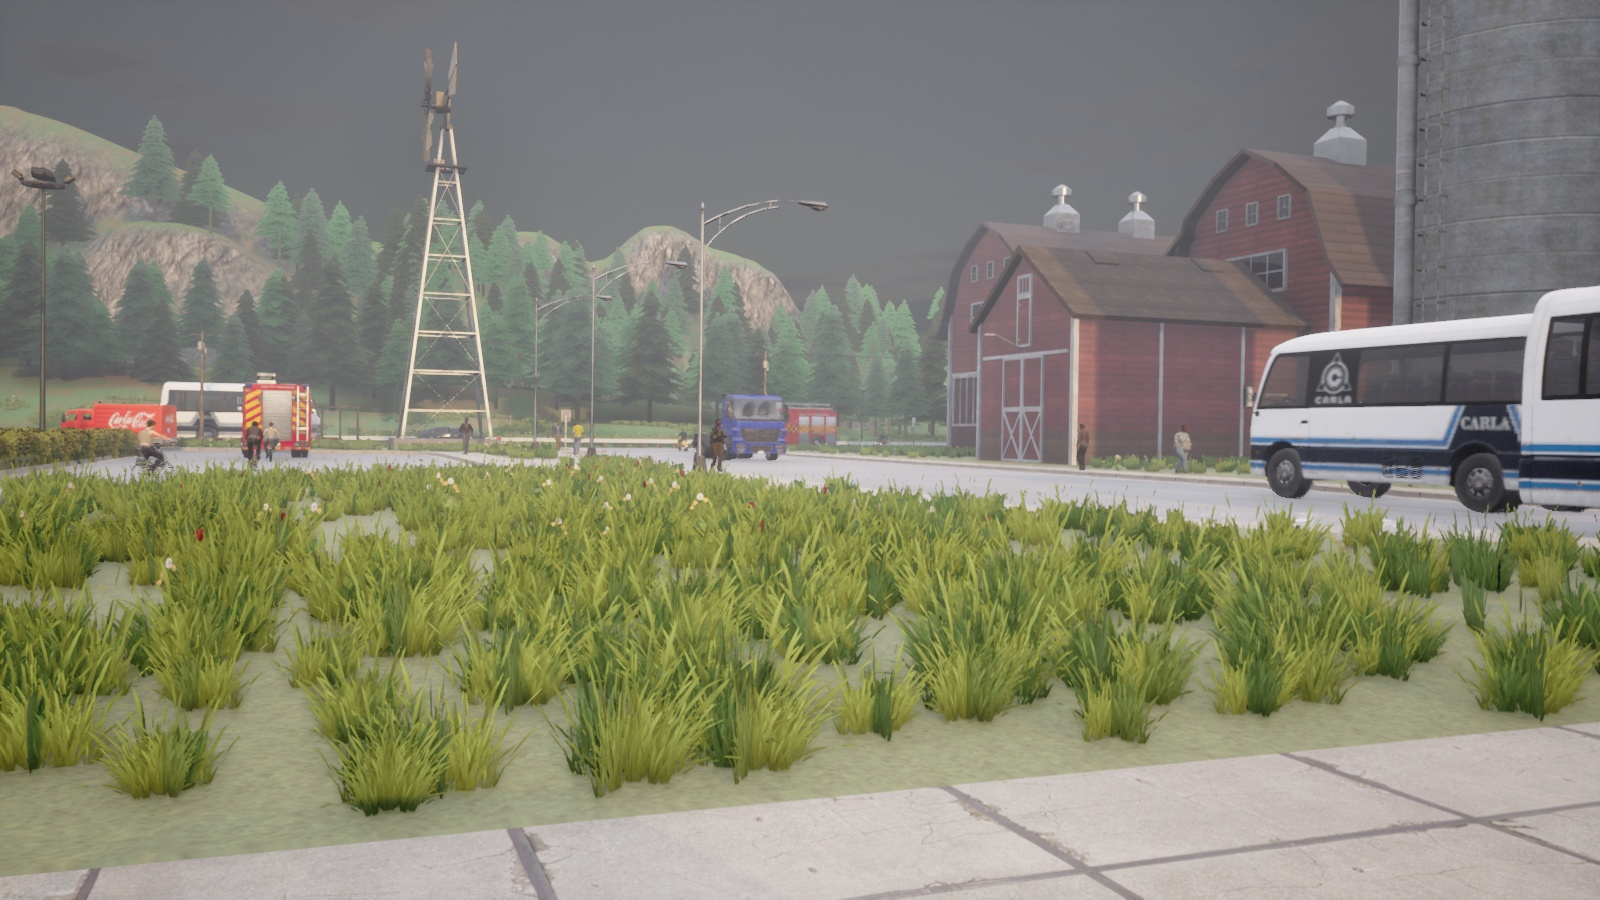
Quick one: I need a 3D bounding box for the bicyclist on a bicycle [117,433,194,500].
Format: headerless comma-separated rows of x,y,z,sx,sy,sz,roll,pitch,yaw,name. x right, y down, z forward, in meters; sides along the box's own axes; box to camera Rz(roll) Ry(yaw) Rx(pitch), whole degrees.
-16.087,0.391,31.376,0.866,1.612,1.509,-2,0,14,bicyclist on a bicycle

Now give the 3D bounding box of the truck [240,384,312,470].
-25.140,-1.073,60.024,2.891,3.827,8.468,-1,1,-24,truck

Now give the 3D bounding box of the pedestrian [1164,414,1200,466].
13.835,-0.356,45.501,0.874,1.855,0.900,-1,1,-26,pedestrian

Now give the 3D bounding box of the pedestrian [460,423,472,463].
-16.376,-0.352,61.559,0.402,1.930,0.666,-1,1,-25,pedestrian

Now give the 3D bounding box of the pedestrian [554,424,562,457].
-14.193,-0.553,73.658,0.423,1.949,0.788,-1,1,-7,pedestrian

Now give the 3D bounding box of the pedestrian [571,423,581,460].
-11.254,-0.416,63.103,0.354,1.836,0.706,-1,1,-19,pedestrian

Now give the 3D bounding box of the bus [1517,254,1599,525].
15.795,-0.969,17.037,3.944,4.253,10.273,-1,0,-22,bus

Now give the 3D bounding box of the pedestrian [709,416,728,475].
-2.677,-0.152,41.142,0.395,1.930,0.692,-1,1,-22,pedestrian

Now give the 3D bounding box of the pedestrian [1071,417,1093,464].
10.906,-0.378,48.561,0.328,1.805,0.869,-1,1,-27,pedestrian

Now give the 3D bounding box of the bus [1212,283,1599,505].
14.729,-1.151,29.494,3.944,4.253,10.273,-1,1,-21,bus

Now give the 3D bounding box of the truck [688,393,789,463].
-3.381,-1.166,66.212,2.891,3.462,7.936,-1,1,-21,truck

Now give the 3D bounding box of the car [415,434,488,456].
-25.125,-0.370,90.510,4.892,1.490,1.837,-1,1,-20,car

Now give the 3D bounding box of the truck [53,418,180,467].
-35.697,-0.394,65.714,5.204,2.467,2.627,-1,1,-8,truck

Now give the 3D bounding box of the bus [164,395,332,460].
-37.509,-1.577,85.902,10.273,4.253,3.944,-1,1,-20,bus
